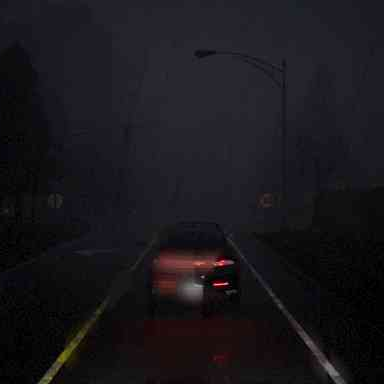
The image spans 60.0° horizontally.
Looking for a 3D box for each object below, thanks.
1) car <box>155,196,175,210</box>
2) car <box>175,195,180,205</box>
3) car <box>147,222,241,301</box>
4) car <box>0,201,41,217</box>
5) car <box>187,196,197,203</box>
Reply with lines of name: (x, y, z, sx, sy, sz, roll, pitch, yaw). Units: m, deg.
car: (-3.570, 1.505, 43.080, 1.837, 1.490, 4.892, 0, 0, 0)
car: (-3.539, 1.525, 58.445, 1.812, 1.442, 4.674, 0, 0, 0)
car: (0.059, 1.492, 8.281, 2.128, 1.511, 4.902, 0, 0, 0)
car: (-15.944, 1.493, 29.200, 5.008, 1.535, 1.882, 0, 0, 1)
car: (0.047, 1.491, 69.512, 2.128, 1.511, 4.902, 0, 0, 0)
